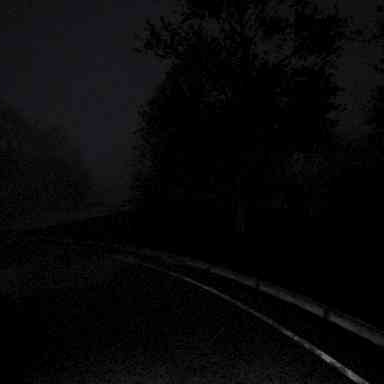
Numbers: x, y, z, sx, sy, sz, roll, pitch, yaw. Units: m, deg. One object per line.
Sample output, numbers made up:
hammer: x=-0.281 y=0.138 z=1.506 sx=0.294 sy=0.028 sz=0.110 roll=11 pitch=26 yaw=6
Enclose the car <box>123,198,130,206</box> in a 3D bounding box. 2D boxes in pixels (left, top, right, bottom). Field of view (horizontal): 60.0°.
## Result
car: x=-10.056 y=1.664 z=55.473 sx=1.837 sy=1.490 sz=4.892 roll=-1 pitch=0 yaw=4
